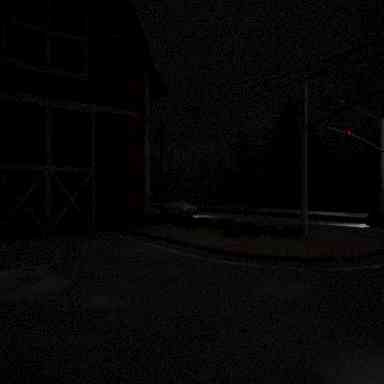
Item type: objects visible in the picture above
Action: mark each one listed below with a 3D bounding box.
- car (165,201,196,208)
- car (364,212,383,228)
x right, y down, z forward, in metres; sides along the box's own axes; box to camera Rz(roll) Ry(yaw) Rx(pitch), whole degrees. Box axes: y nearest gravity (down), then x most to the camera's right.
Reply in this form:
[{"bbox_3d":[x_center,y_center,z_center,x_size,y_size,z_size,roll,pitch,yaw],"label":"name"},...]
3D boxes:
[{"bbox_3d":[-1.266,1.700,35.719,1.812,1.442,4.674,0,0,-35],"label":"car"},{"bbox_3d":[13.127,1.661,20.862,1.994,1.385,4.181,0,0,-28],"label":"car"}]
